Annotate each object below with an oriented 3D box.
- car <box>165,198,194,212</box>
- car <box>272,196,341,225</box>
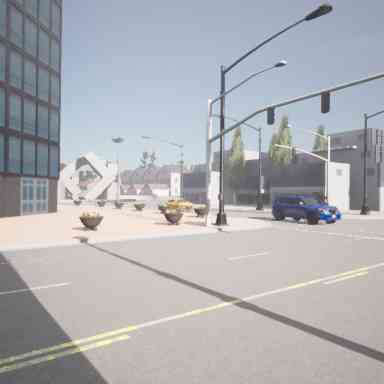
[{"bbox_3d":[-1.679,1.566,40.464,1.882,1.535,5.008,1,-1,-35],"label":"car"},{"bbox_3d":[8.473,1.316,25.253,2.150,2.045,5.566,1,0,-28],"label":"car"}]
